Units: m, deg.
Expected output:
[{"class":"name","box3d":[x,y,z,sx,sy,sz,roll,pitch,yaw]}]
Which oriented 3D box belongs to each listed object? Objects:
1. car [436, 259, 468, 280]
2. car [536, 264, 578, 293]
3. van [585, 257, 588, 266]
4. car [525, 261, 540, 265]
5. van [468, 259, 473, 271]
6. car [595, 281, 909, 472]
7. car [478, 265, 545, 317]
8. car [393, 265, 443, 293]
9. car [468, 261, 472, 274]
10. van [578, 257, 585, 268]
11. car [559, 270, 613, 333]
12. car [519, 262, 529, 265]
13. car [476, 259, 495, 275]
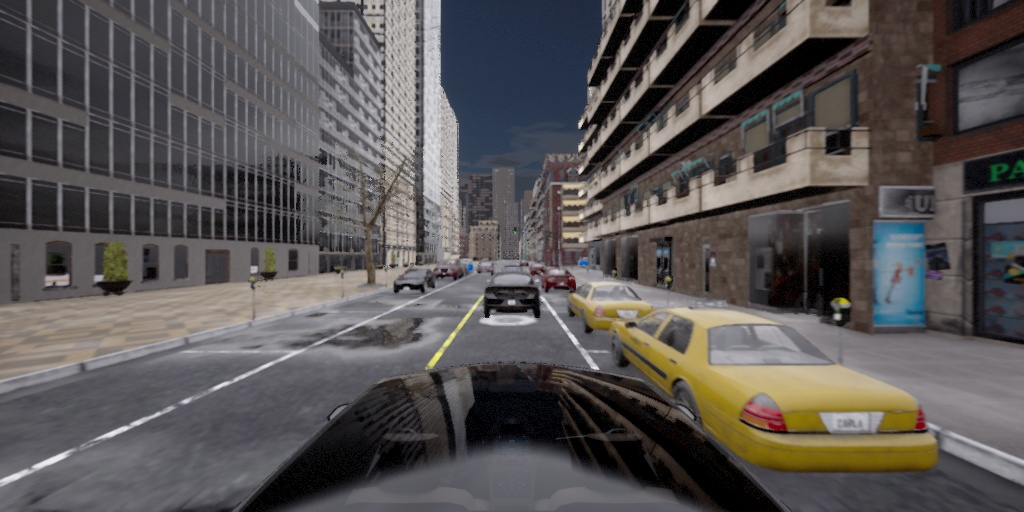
[{"class":"car","box3d":[-5.692,1.195,32.593,2.192,1.841,5.009,0,0,0]},{"class":"car","box3d":[2.688,1.376,21.548,1.888,1.381,4.507,0,0,0]},{"class":"van","box3d":[13.741,1.136,55.221,3.998,1.789,1.690,0,0,0]},{"class":"car","box3d":[2.688,1.449,38.115,1.888,1.381,4.507,0,0,0]},{"class":"van","box3d":[-5.693,1.271,43.639,1.690,1.789,3.998,0,0,0]},{"class":"car","box3d":[2.689,1.288,5.149,1.751,1.417,4.829,0,0,0]},{"class":"car","box3d":[0.033,1.275,13.426,1.882,1.535,5.008,0,0,1]},{"class":"car","box3d":[-5.692,1.398,21.549,1.948,1.339,4.313,0,0,0]},{"class":"car","box3d":[-5.692,1.471,38.117,1.948,1.339,4.313,0,0,0]},{"class":"van","box3d":[13.719,1.137,63.602,3.998,1.789,1.690,0,0,0]},{"class":"car","box3d":[2.688,1.311,10.672,1.751,1.417,4.829,0,0,0]},{"class":"car","box3d":[0.024,1.403,27.185,2.033,1.411,5.357,0,0,0]},{"class":"car","box3d":[-3.054,1.450,42.456,1.812,1.442,4.674,0,-1,1]}]
